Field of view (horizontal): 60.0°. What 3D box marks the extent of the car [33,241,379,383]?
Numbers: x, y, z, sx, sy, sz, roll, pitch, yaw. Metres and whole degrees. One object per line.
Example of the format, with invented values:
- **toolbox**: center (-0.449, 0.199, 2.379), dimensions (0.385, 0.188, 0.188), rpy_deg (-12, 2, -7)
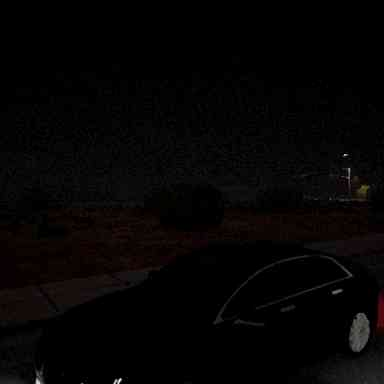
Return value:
- **car**: center (0.599, 1.491, 4.400), dimensions (4.892, 1.490, 1.837), rpy_deg (0, 0, -35)
